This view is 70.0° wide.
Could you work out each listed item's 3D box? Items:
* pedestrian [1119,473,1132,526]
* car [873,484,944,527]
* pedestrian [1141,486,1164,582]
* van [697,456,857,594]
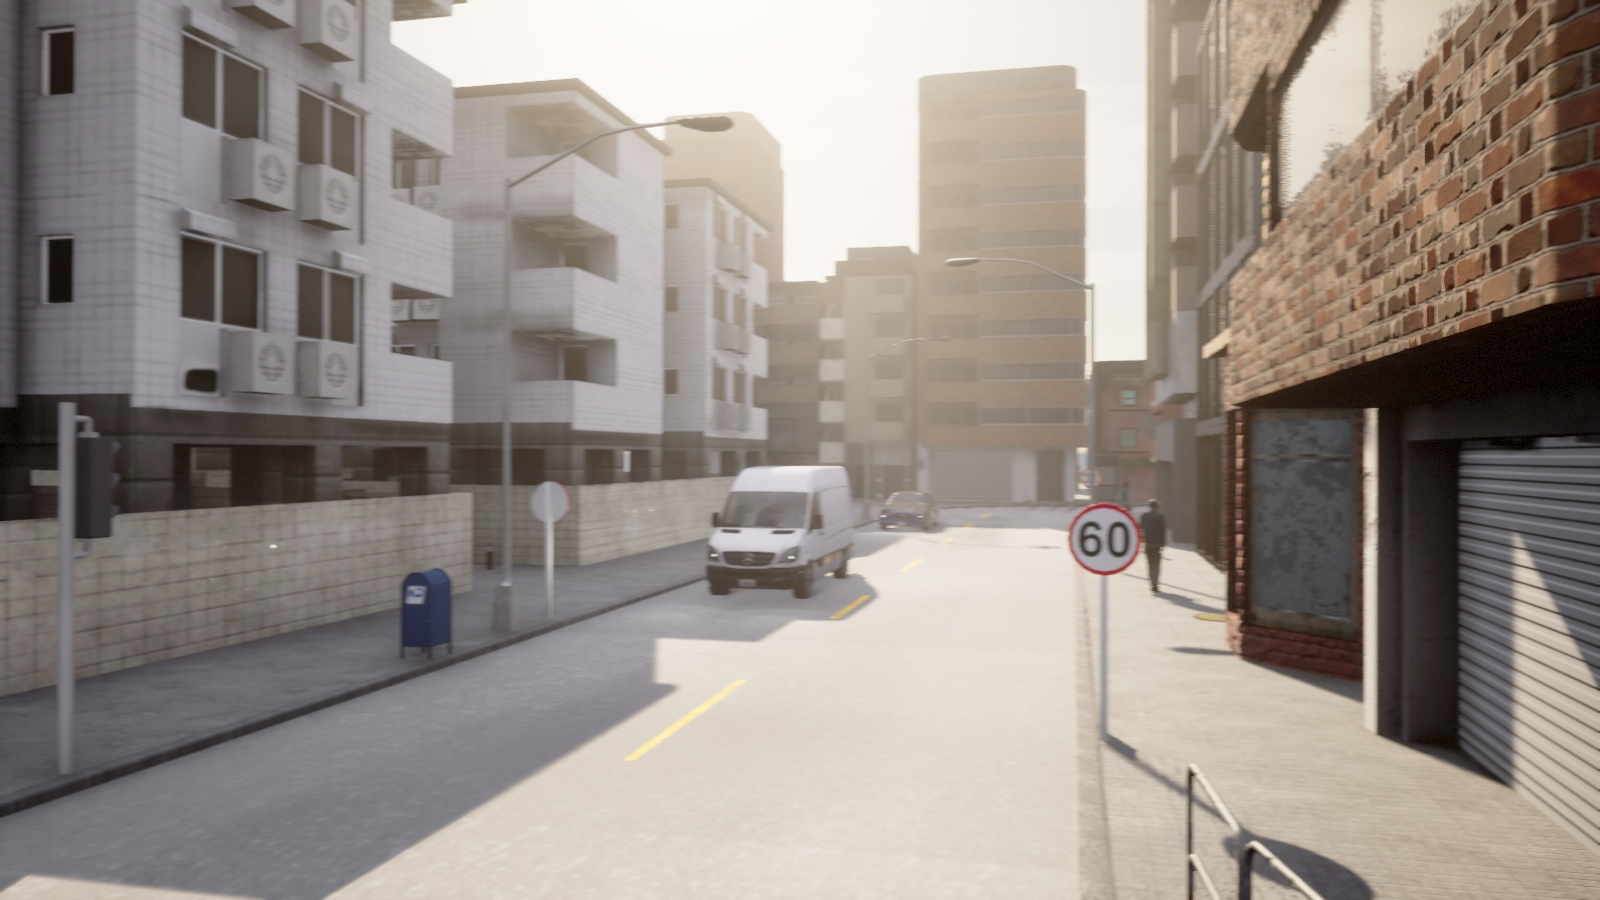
[{"bbox_3d":[11.415,1.725,40.052,0.375,1.860,0.375,0,0,30],"label":"pedestrian"},{"bbox_3d":[4.239,2.076,43.810,2.033,1.411,5.357,0,0,13],"label":"car"},{"bbox_3d":[6.917,1.637,22.387,0.375,1.860,0.375,0,0,26],"label":"pedestrian"},{"bbox_3d":[-0.303,1.412,24.311,1.988,2.561,5.915,0,0,13],"label":"van"}]
